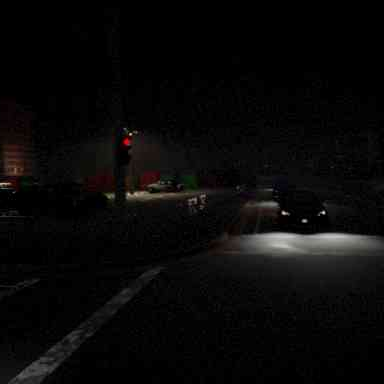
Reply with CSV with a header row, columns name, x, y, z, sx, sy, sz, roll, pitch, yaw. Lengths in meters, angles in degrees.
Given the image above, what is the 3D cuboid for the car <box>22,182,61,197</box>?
name,x,y,z,sx,sy,sz,roll,pitch,yaw
car,-20.923,-0.377,46.371,4.605,1.855,1.932,-1,3,12

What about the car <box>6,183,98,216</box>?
name,x,y,z,sx,sy,sz,roll,pitch,yaw
car,-8.650,0.436,20.658,4.605,1.855,1.932,-1,3,12

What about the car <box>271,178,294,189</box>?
name,x,y,z,sx,sy,sz,roll,pitch,yaw
car,7.913,-0.181,28.629,1.882,1.535,5.008,-1,3,14

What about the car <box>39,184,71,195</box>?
name,x,y,z,sx,sy,sz,roll,pitch,yaw
car,-20.234,-0.325,49.193,3.905,1.438,1.784,-1,3,12

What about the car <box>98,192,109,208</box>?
name,x,y,z,sx,sy,sz,roll,pitch,yaw
car,-7.978,0.282,23.469,3.866,1.878,1.905,-1,3,12

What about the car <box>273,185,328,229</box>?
name,x,y,z,sx,sy,sz,roll,pitch,yaw
car,4.666,0.654,14.561,1.812,1.442,4.674,-1,3,13

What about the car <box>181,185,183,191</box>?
name,x,y,z,sx,sy,sz,roll,pitch,yaw
car,-3.176,-0.692,45.450,3.806,1.475,1.970,-1,3,12

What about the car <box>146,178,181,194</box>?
name,x,y,z,sx,sy,sz,roll,pitch,yaw
car,-3.815,-0.774,42.617,3.866,1.878,1.905,-1,3,12

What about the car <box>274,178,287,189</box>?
name,x,y,z,sx,sy,sz,roll,pitch,yaw
car,13.257,-1.350,49.955,1.837,1.490,4.892,-1,2,14
